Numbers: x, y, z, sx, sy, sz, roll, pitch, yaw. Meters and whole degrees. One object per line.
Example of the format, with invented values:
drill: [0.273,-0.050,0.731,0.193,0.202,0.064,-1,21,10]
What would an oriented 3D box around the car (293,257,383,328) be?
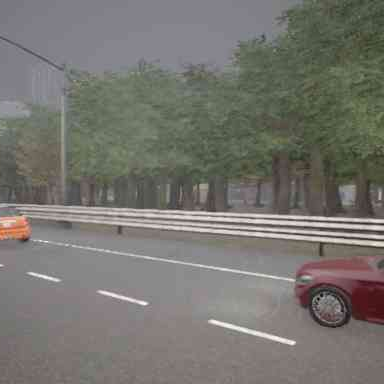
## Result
car: [4.025,1.527,5.298,4.674,1.442,1.812,0,0,35]

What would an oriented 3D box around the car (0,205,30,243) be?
car: [-9.233,1.358,14.770,4.553,1.767,2.097,0,0,36]
